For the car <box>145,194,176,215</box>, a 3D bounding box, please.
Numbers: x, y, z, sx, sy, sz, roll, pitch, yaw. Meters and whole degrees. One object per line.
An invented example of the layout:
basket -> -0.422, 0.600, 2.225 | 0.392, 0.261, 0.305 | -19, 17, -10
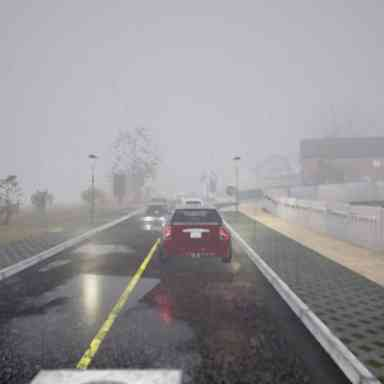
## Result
car -> -2.750, 1.103, 28.422 | 2.033, 1.411, 5.357 | 0, 1, 0

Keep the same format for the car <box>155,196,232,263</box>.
car -> 0.099, 1.169, 11.297 | 2.097, 1.767, 4.553 | 0, 1, 0

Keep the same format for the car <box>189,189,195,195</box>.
car -> 0.000, -0.027, 90.928 | 1.812, 1.442, 4.674 | 0, 1, 0

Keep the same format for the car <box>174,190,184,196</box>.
car -> -2.749, 0.382, 70.988 | 1.882, 1.535, 5.008 | 0, 1, 0

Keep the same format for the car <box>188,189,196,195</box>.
car -> 0.001, 0.304, 80.925 | 1.994, 1.385, 4.181 | 0, 1, 0
